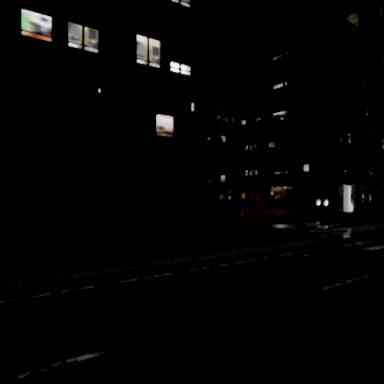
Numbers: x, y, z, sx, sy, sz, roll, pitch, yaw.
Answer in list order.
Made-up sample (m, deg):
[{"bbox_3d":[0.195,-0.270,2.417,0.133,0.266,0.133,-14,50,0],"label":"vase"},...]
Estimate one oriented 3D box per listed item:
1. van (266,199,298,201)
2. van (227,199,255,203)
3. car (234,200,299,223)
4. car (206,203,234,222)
[{"bbox_3d":[8.939,1.588,33.781,1.690,1.788,3.998,-1,0,-36],"label":"van"},{"bbox_3d":[5.635,1.662,38.306,1.690,1.788,3.998,-1,0,-36],"label":"van"},{"bbox_3d":[6.146,1.707,27.805,1.882,1.535,5.008,0,0,-36],"label":"car"},{"bbox_3d":[2.186,1.864,28.882,1.802,1.307,4.206,-1,0,-36],"label":"car"}]
